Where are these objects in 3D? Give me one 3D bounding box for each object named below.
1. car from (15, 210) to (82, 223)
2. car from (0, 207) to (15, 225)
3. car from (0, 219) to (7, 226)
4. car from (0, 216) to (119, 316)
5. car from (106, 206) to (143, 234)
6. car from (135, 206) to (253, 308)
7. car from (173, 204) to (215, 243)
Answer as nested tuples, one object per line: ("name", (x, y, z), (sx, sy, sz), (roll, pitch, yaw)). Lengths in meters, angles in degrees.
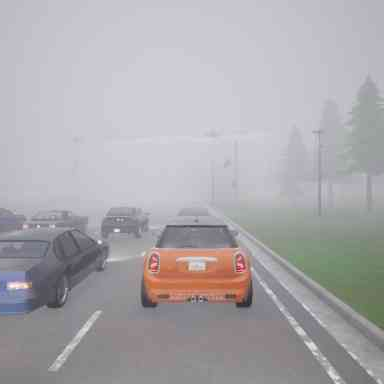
("car", (-6.920, 1.601, 17.322), (1.895, 1.301, 4.718), (0, 0, 0))
("car", (-10.421, 1.478, 17.116), (1.882, 1.535, 5.008), (0, 0, 0))
("car", (-6.919, 1.601, 8.213), (1.895, 1.301, 4.718), (0, 0, 0))
("car", (-3.408, 1.547, 7.824), (2.033, 1.411, 5.357), (0, 0, 0))
("car", (-3.422, 1.505, 17.574), (1.837, 1.490, 4.892), (0, 0, 0))
("car", (0.091, 1.352, 8.100), (2.097, 1.767, 4.553), (0, 0, 0))
("car", (0.080, 1.478, 17.129), (1.882, 1.535, 5.008), (0, 0, 0))
